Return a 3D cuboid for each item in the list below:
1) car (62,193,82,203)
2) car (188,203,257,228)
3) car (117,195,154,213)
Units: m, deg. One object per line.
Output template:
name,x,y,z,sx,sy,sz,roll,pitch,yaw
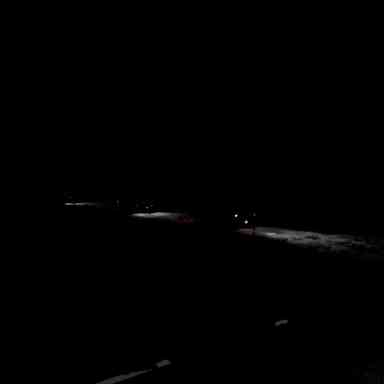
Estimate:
car,-17.192,0.821,47.387,1.812,1.442,4.674,-1,1,-35
car,1.828,1.375,20.845,1.895,1.301,4.718,-1,2,-36
car,-5.318,1.080,30.788,1.837,1.490,4.892,-1,2,-36
